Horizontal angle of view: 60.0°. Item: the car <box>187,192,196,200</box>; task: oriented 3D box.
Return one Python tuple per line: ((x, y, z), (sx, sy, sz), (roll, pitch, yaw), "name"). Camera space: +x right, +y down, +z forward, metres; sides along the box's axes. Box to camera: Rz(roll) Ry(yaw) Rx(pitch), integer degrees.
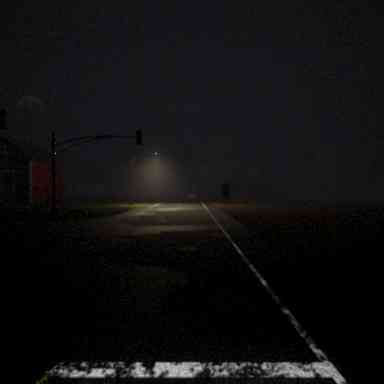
((-0.024, 0.845, 78.163), (2.097, 1.767, 4.553), (0, 0, 0), "car")
